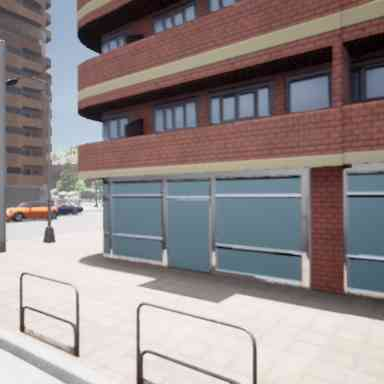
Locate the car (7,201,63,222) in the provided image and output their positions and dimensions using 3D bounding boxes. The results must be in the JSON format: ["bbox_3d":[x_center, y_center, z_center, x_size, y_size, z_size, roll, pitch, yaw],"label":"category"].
[{"bbox_3d":[-13.976,1.583,28.608,2.097,1.767,4.553,-1,0,36],"label":"car"}]

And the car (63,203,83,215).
[{"bbox_3d":[-13.870,1.860,34.692,1.895,1.301,4.718,-1,0,36],"label":"car"}]
